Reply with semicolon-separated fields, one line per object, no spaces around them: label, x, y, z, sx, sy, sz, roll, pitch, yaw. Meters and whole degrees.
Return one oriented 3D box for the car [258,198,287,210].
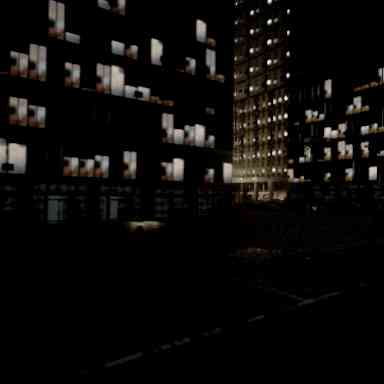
car;12.185;1.790;50.487;1.967;1.590;4.097;0;-1;-35

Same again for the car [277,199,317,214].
car;11.821;1.543;36.371;1.967;1.590;4.097;0;-1;-35

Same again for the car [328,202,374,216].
car;15.075;1.630;31.709;1.802;1.307;4.206;0;-1;-35

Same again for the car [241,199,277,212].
car;8.665;1.682;40.891;1.752;1.417;4.829;0;-1;-35

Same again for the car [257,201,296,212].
car;10.721;1.804;42.653;1.895;1.301;4.718;1;-1;-35

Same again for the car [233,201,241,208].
car;8.834;1.932;55.285;1.752;1.417;4.829;0;-1;-35
